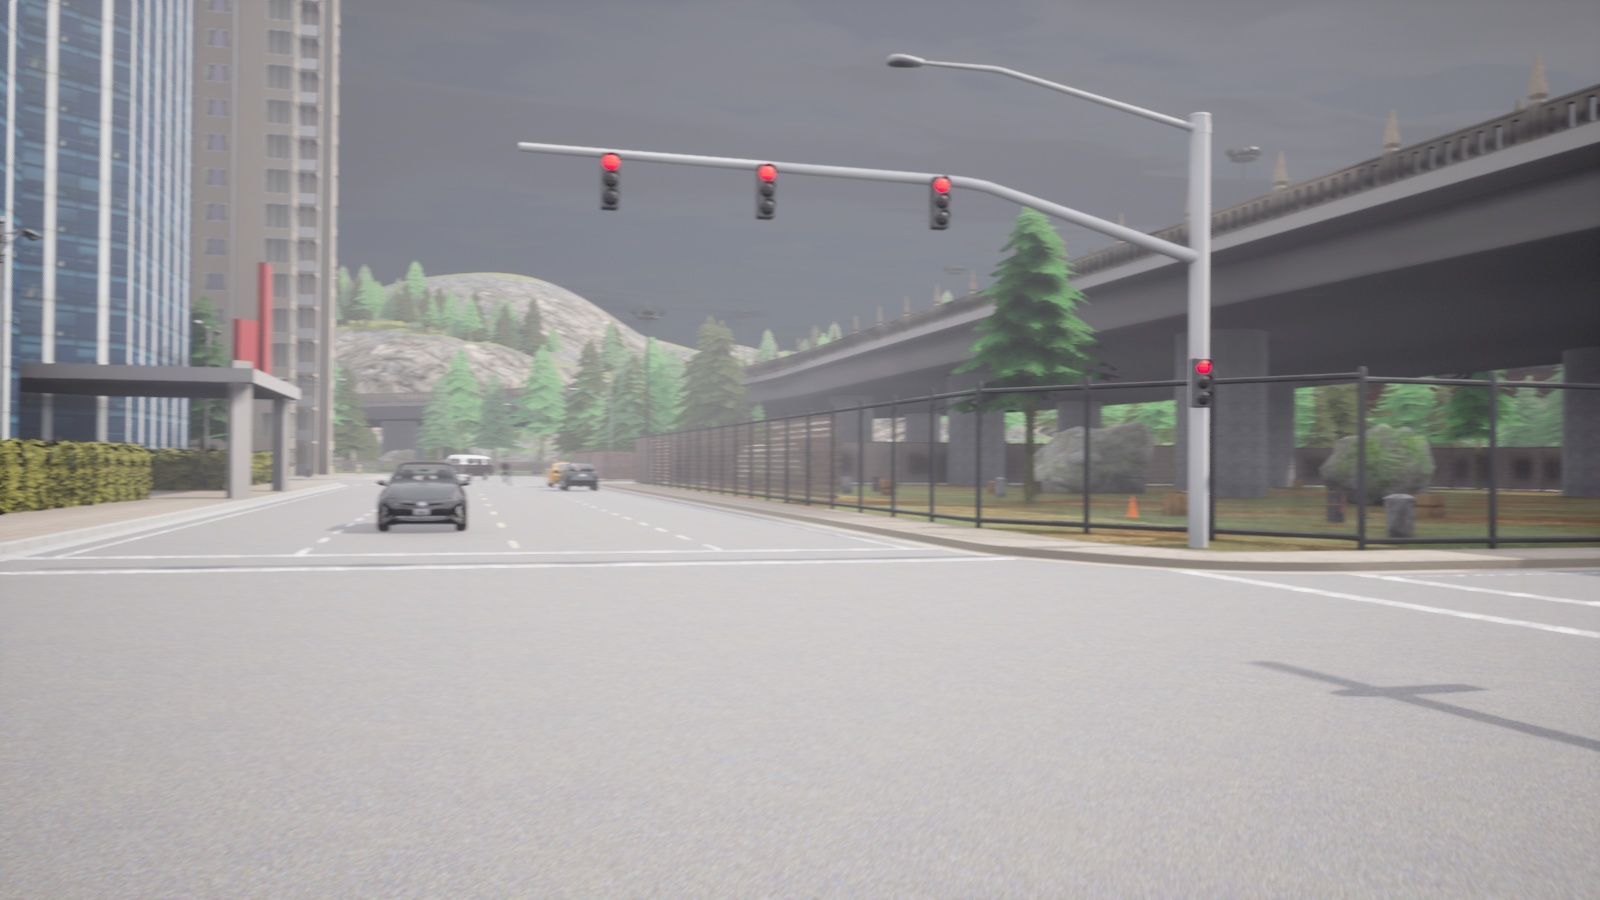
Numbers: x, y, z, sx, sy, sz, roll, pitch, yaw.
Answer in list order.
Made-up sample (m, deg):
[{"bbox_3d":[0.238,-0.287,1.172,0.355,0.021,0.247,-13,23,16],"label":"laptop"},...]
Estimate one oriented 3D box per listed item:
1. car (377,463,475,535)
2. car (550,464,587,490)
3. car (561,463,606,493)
[{"bbox_3d":[-8.522,1.057,28.881,2.007,1.525,4.514,0,-1,-15],"label":"car"},{"bbox_3d":[-14.363,1.628,77.703,1.882,1.535,5.008,0,-1,-15],"label":"car"},{"bbox_3d":[-11.780,1.490,68.070,2.007,1.525,4.514,0,-1,-15],"label":"car"}]
